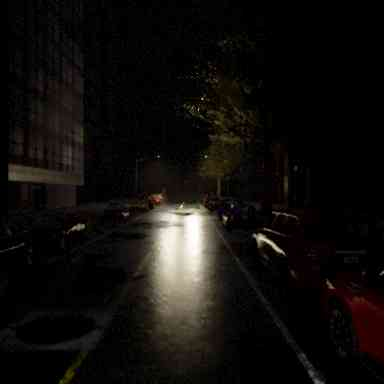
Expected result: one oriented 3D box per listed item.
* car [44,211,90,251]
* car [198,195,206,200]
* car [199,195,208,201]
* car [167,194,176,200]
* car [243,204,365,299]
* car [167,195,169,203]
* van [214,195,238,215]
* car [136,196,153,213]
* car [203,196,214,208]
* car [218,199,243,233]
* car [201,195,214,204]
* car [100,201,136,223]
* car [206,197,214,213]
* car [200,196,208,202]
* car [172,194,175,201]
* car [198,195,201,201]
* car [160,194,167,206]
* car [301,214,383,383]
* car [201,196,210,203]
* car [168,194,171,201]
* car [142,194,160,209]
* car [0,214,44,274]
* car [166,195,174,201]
[{"bbox_3d":[-5.687,1.532,13.994,1.887,1.381,4.507,0,0,0],"label":"car"},{"bbox_3d":[2.711,1.618,92.946,1.947,1.339,4.313,0,0,0],"label":"car"},{"bbox_3d":[2.729,1.466,81.669,1.967,1.590,4.097,0,0,0],"label":"car"},{"bbox_3d":[-5.815,1.371,92.936,2.192,1.841,5.009,0,0,0],"label":"car"},{"bbox_3d":[2.847,1.304,8.354,2.192,1.841,5.009,0,0,0],"label":"car"},{"bbox_3d":[-5.759,1.560,59.104,1.947,1.339,4.313,0,0,0],"label":"car"},{"bbox_3d":[2.821,1.314,25.273,1.690,1.788,3.998,0,0,0],"label":"van"},{"bbox_3d":[-5.723,1.497,36.379,1.752,1.417,4.829,0,0,0],"label":"car"},{"bbox_3d":[2.792,1.538,42.190,1.947,1.339,4.313,0,0,0],"label":"car"},{"bbox_3d":[2.830,1.419,19.634,1.967,1.590,4.097,0,0,0],"label":"car"},{"bbox_3d":[2.783,1.293,47.831,2.192,1.841,5.009,0,0,0],"label":"car"},{"bbox_3d":[-5.705,1.559,25.272,1.802,1.307,4.206,0,0,0],"label":"car"},{"bbox_3d":[2.802,1.550,36.553,1.802,1.307,4.206,0,0,0],"label":"car"},{"bbox_3d":[2.739,1.597,76.028,1.802,1.307,4.206,0,0,0],"label":"car"},{"bbox_3d":[-5.796,1.595,81.659,1.947,1.339,4.313,0,0,0],"label":"car"},{"bbox_3d":[2.757,1.564,64.749,1.947,1.339,4.313,0,0,0],"label":"car"},{"bbox_3d":[-5.751,1.303,53.465,2.192,1.841,5.009,0,0,0],"label":"car"},{"bbox_3d":[2.856,1.310,2.715,2.192,1.841,5.009,0,0,0],"label":"car"},{"bbox_3d":[2.747,1.531,70.560,1.752,1.417,4.829,0,0,0],"label":"car"},{"bbox_3d":[-5.769,1.316,64.742,2.192,1.841,5.009,0,0,0],"label":"car"},{"bbox_3d":[-5.733,1.291,42.187,2.192,1.841,5.009,0,0,0],"label":"car"},{"bbox_3d":[-5.678,1.433,8.355,1.967,1.590,4.097,0,0,0],"label":"car"},{"bbox_3d":[-5.805,1.608,87.297,1.947,1.339,4.313,0,0,0],"label":"car"}]
